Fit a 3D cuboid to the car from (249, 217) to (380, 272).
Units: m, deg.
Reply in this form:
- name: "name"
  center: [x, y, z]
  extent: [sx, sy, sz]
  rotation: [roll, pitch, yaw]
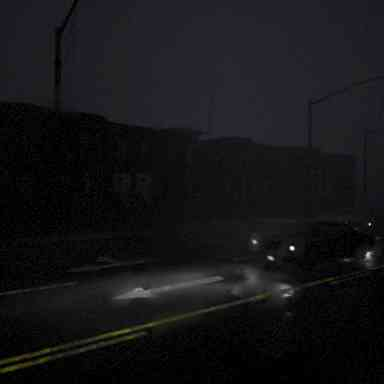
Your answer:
- name: "car"
  center: [4.171, 1.702, 11.289]
  extent: [4.718, 1.301, 1.895]
  rotation: [1, 0, -36]

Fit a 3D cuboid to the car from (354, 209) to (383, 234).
- name: "car"
  center: [11.745, 1.766, 20.948]
  extent: [5.357, 1.411, 2.033]
  rotation: [1, 0, -36]
